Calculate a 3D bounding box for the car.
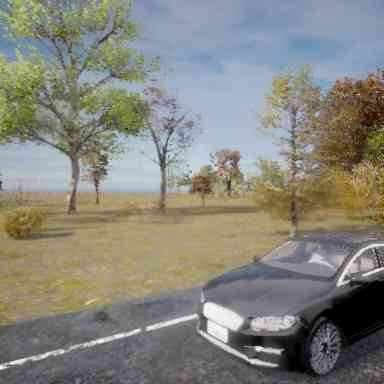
[{"bbox_3d":[2.318,1.514,5.645,4.902,1.511,2.128,0,0,-35],"label":"car"}]
